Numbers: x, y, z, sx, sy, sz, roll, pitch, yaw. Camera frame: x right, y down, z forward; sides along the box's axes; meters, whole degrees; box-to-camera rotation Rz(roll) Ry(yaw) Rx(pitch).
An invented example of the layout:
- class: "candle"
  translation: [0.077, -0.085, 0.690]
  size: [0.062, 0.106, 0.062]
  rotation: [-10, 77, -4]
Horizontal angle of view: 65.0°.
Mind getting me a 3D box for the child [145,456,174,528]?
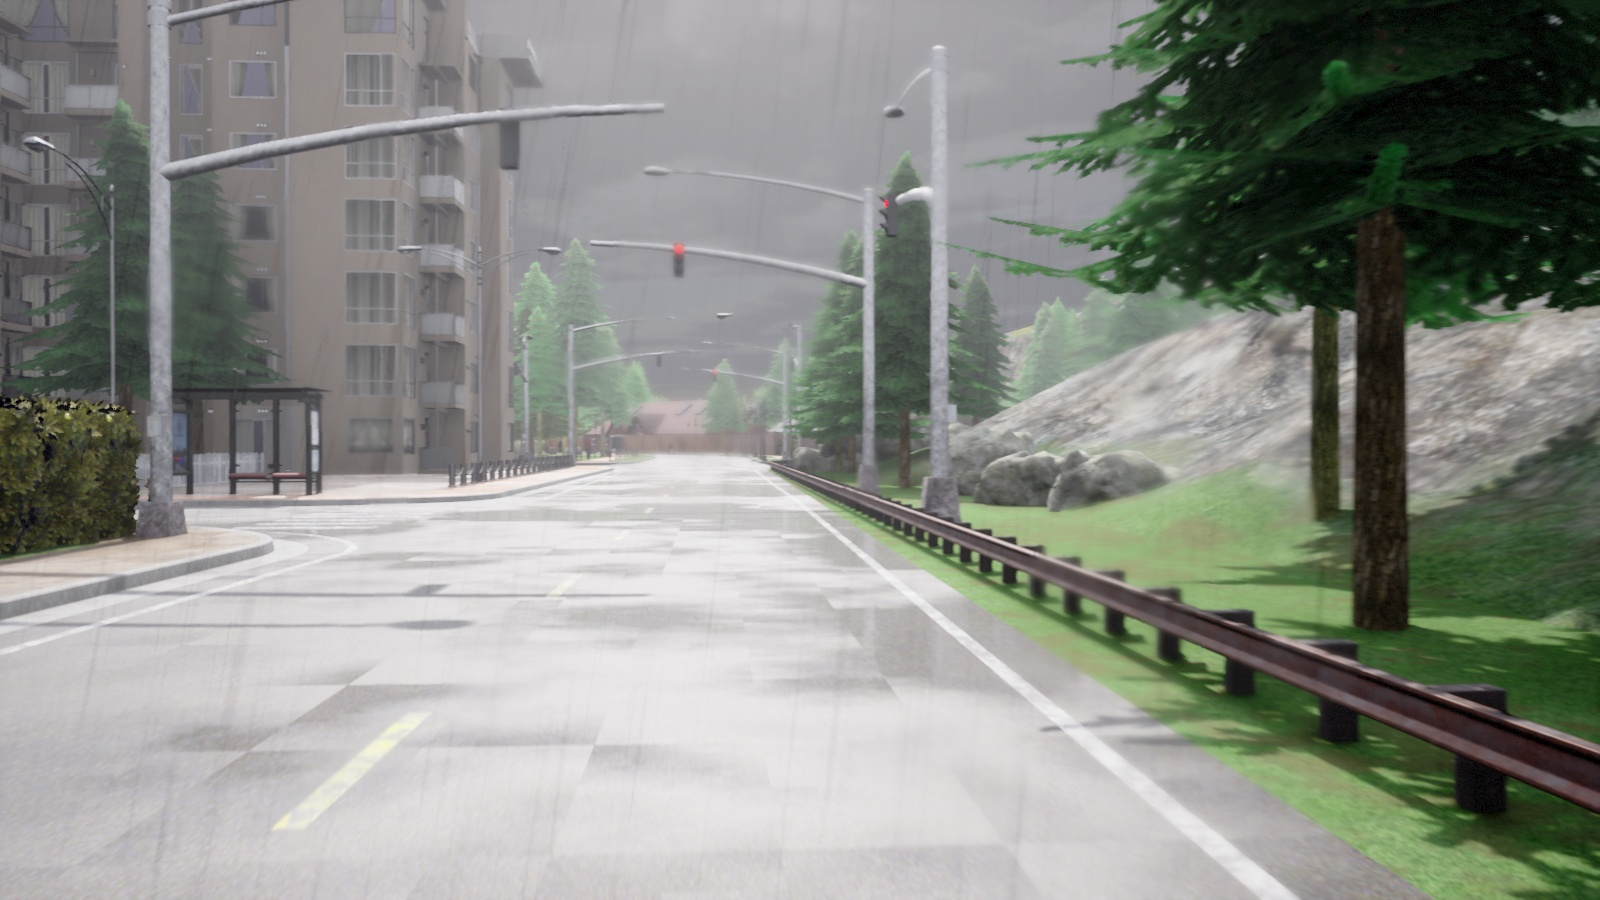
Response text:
- class: "child"
  translation: [-10.124, 0.660, 19.853]
  size: [0.255, 1.110, 0.394]
  rotation: [0, 0, -1]
